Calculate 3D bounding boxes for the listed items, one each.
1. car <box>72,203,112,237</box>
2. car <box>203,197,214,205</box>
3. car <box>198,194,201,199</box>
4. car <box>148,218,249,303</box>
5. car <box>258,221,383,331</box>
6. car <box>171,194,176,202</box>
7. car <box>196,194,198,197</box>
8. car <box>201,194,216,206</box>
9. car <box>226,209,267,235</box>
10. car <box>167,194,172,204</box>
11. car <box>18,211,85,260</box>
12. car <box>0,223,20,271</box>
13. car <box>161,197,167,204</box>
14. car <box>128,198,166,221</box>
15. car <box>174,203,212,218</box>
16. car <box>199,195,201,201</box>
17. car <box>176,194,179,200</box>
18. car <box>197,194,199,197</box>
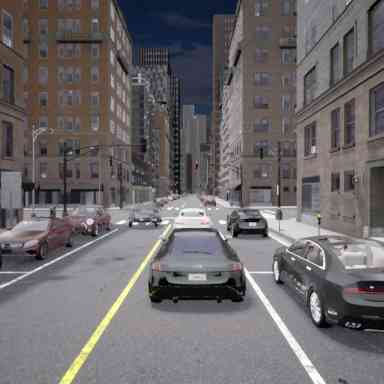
[{"bbox_3d":[-5.653,1.440,17.789,1.967,1.590,4.097,0,0,0],"label":"car"},{"bbox_3d":[2.957,1.570,60.450,1.752,1.417,4.829,0,0,0],"label":"car"},{"bbox_3d":[3.001,1.524,76.506,1.967,1.590,4.097,0,0,0],"label":"car"},{"bbox_3d":[0.090,1.564,8.244,1.994,1.385,4.181,0,0,0],"label":"car"},{"bbox_3d":[2.862,1.551,6.778,2.008,1.369,4.403,0,0,0],"label":"car"},{"bbox_3d":[-5.509,1.625,81.764,1.752,1.417,4.829,0,0,0],"label":"car"},{"bbox_3d":[3.045,1.456,92.733,2.192,1.841,5.009,0,0,0],"label":"car"},{"bbox_3d":[2.942,1.476,54.870,1.967,1.590,4.097,0,0,0],"label":"car"},{"bbox_3d":[2.873,1.566,17.780,1.947,1.339,4.313,0,0,0],"label":"car"},{"bbox_3d":[-5.552,1.606,65.708,2.008,1.369,4.403,0,0,0],"label":"car"},{"bbox_3d":[-5.658,1.582,12.287,1.802,1.307,4.206,0,0,0],"label":"car"},{"bbox_3d":[-5.663,1.565,6.786,1.947,1.339,4.313,0,0,0],"label":"car"},{"bbox_3d":[-5.583,1.617,54.892,1.802,1.307,4.206,0,0,0],"label":"car"},{"bbox_3d":[-2.979,1.355,21.950,1.837,1.490,4.892,0,0,0],"label":"car"},{"bbox_3d":[0.051,1.526,17.003,1.812,1.442,4.674,0,0,1],"label":"car"},{"bbox_3d":[2.972,1.606,65.688,2.008,1.369,4.403,0,0,0],"label":"car"},{"bbox_3d":[-5.479,1.456,92.752,2.192,1.841,5.009,0,0,0],"label":"car"},{"bbox_3d":[3.031,1.560,87.324,1.967,1.590,4.097,0,0,0],"label":"car"}]
